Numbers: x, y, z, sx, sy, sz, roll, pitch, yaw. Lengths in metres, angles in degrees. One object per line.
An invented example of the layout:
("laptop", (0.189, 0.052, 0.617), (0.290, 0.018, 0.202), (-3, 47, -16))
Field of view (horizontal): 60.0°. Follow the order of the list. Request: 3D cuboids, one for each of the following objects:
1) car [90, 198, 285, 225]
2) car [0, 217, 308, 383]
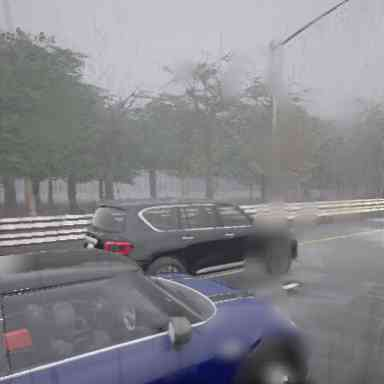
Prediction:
("car", (0.164, 1.154, 8.163), (5.566, 2.045, 2.150), (-1, 1, -35))
("car", (-1.012, 1.339, 3.025), (4.553, 1.767, 2.097), (-1, 1, -36))
